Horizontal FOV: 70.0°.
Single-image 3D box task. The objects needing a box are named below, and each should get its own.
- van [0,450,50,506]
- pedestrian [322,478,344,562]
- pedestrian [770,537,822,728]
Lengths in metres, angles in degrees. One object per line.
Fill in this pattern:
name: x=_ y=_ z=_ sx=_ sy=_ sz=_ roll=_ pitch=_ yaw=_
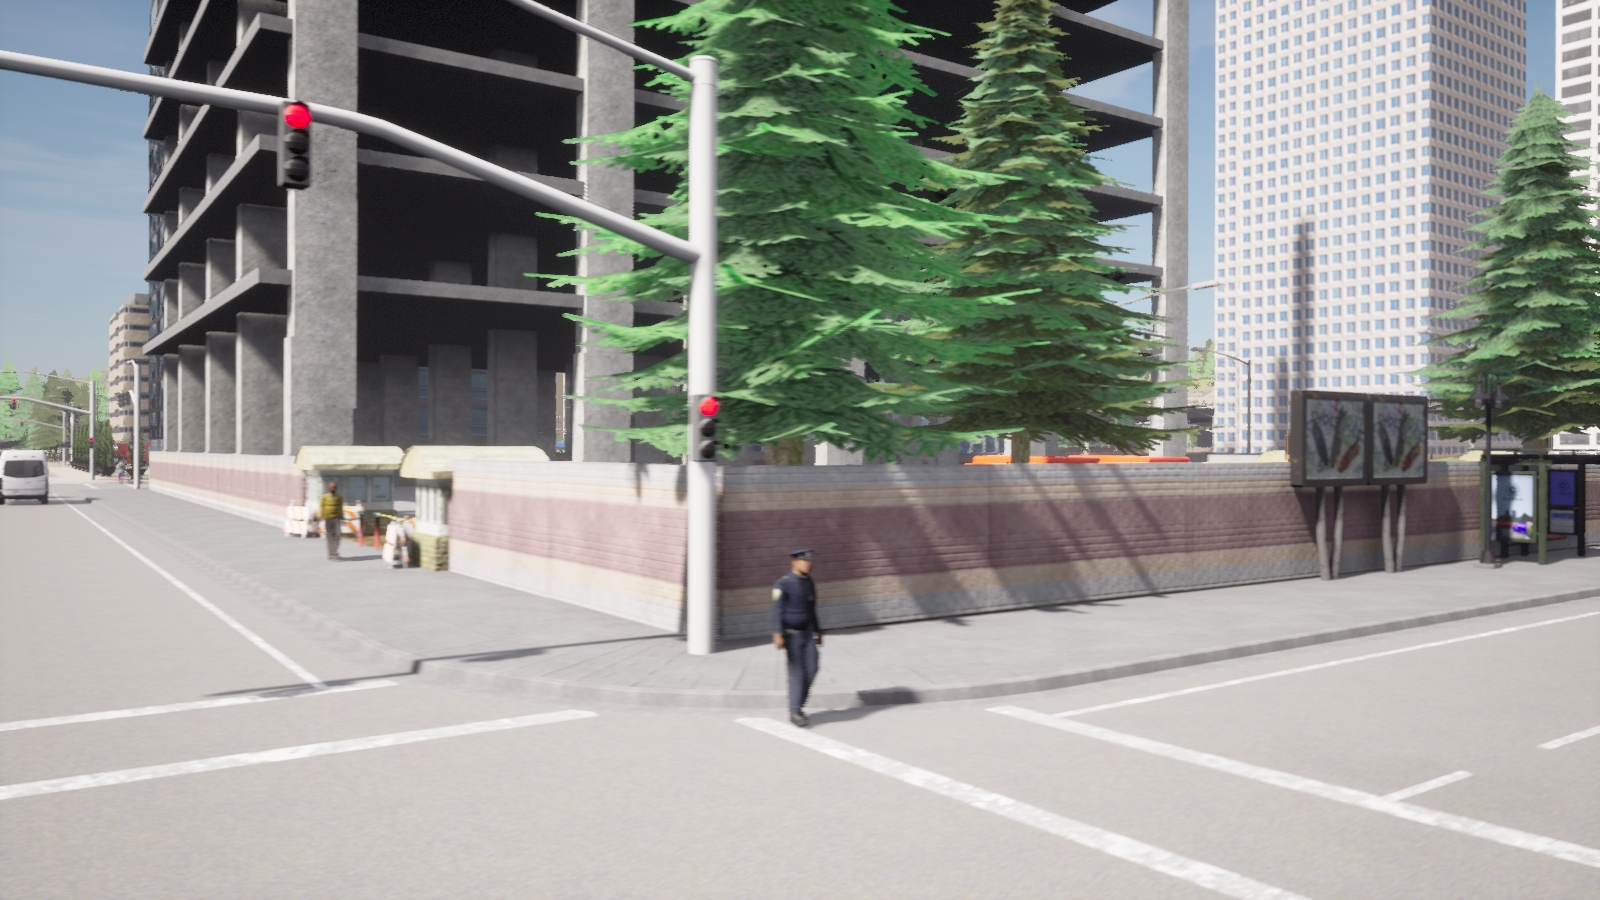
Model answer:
van: x=-37.703 y=1.288 z=55.449 sx=1.988 sy=2.561 sz=5.915 roll=0 pitch=0 yaw=-35
pedestrian: x=-10.603 y=1.577 z=25.949 sx=0.375 sy=1.860 sz=0.375 roll=0 pitch=0 yaw=-34
pedestrian: x=-0.044 y=1.835 z=11.608 sx=0.375 sy=1.860 sz=0.375 roll=0 pitch=0 yaw=-38
